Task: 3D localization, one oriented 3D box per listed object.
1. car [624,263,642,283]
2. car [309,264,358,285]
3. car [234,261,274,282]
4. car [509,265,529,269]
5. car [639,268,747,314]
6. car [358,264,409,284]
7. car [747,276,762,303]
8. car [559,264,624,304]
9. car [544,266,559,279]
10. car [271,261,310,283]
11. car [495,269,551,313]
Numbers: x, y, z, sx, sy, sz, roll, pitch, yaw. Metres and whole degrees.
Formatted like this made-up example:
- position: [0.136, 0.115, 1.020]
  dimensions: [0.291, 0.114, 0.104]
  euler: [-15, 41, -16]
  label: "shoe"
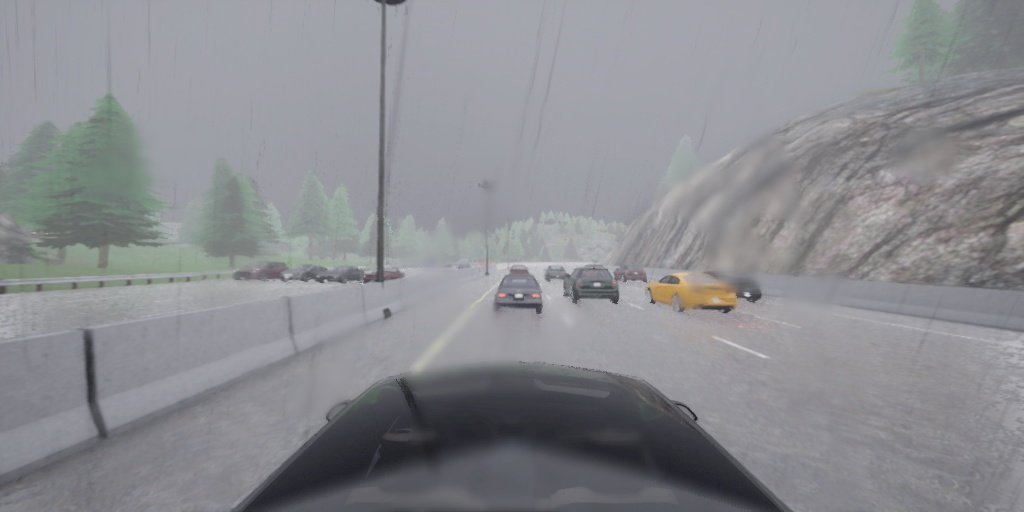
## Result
- position: [11.161, 1.584, 34.295]
  dimensions: [2.097, 1.767, 4.553]
  euler: [1, -1, 1]
  label: "car"
- position: [-13.643, 1.482, 28.993]
  dimensions: [2.033, 1.411, 5.357]
  euler: [1, -1, 1]
  label: "car"
- position: [-20.622, 1.230, 29.836]
  dimensions: [2.097, 1.767, 4.553]
  euler: [1, -1, 1]
  label: "car"
- position: [0.698, 1.633, 36.292]
  dimensions: [1.882, 1.535, 5.008]
  euler: [1, -1, 1]
  label: "car"
- position: [7.289, 1.452, 15.132]
  dimensions: [1.882, 1.535, 5.008]
  euler: [1, -1, 1]
  label: "car"
- position: [-10.149, 1.565, 28.647]
  dimensions: [1.895, 1.301, 4.718]
  euler: [1, -1, 1]
  label: "car"
- position: [10.864, 1.555, 18.838]
  dimensions: [1.837, 1.490, 4.892]
  euler: [1, -1, 1]
  label: "car"
- position: [3.850, 1.328, 18.132]
  dimensions: [2.097, 1.767, 4.553]
  euler: [1, -1, 1]
  label: "car"
- position: [4.167, 1.662, 34.694]
  dimensions: [2.128, 1.511, 4.902]
  euler: [1, -1, 1]
  label: "car"
- position: [-17.123, 1.403, 29.854]
  dimensions: [2.128, 1.511, 4.902]
  euler: [1, -1, 1]
  label: "car"
- position: [0.285, 1.452, 14.847]
  dimensions: [2.033, 1.411, 5.357]
  euler: [1, -1, 1]
  label: "car"
